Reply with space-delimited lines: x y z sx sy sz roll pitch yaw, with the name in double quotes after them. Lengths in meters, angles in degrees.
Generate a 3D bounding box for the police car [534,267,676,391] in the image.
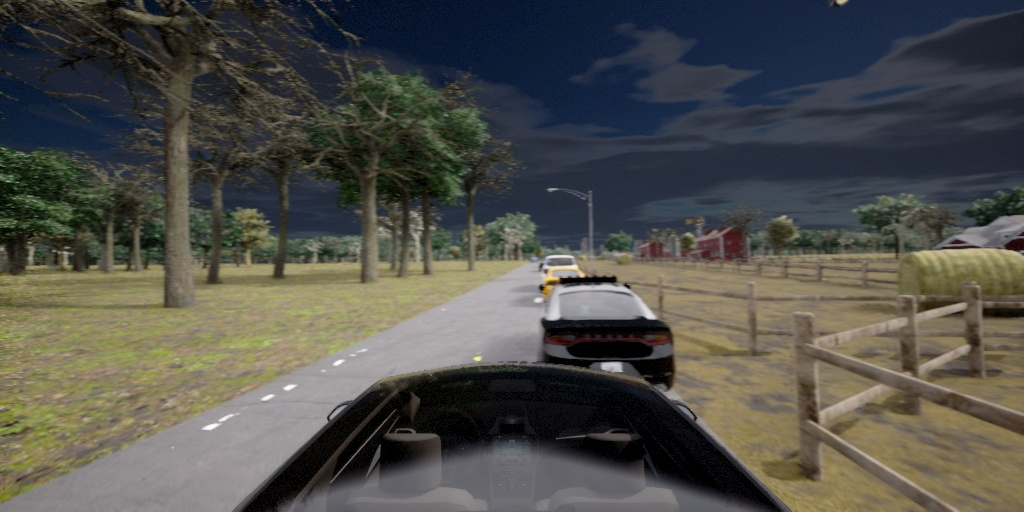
1.469 1.185 6.985 1.930 1.638 5.238 -1 0 6 "police car"

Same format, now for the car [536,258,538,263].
4.475 1.169 46.279 1.882 1.535 5.008 -1 0 6 "car"

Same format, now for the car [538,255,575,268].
2.994 0.991 22.837 2.150 2.045 5.566 -1 0 6 "car"

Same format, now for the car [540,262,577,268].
2.421 1.257 16.830 1.882 1.535 5.008 -1 0 6 "car"
